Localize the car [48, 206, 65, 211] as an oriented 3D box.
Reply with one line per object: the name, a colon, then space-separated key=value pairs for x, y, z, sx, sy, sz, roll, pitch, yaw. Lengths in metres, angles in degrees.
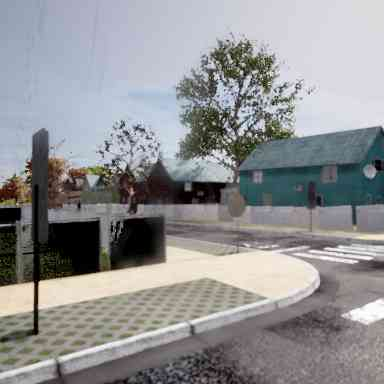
car: x=-19.163 y=2.716 z=46.740 sx=1.994 sy=1.385 sz=4.181 roll=1 pitch=-2 yaw=-35
